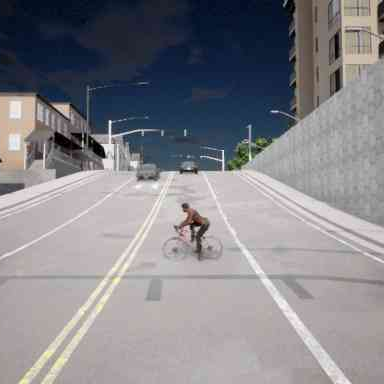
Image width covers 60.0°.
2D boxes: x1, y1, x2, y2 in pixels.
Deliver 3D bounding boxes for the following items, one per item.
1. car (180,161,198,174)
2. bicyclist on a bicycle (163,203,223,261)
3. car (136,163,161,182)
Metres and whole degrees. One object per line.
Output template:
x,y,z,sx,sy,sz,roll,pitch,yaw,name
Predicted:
-0.356,-2.808,37.305,1.994,1.385,4.181,0,7,0,car
0.005,1.110,9.135,1.656,1.620,0.582,-2,4,-1,bicyclist on a bicycle
-3.938,-1.848,30.497,1.837,1.490,4.892,0,10,-1,car
